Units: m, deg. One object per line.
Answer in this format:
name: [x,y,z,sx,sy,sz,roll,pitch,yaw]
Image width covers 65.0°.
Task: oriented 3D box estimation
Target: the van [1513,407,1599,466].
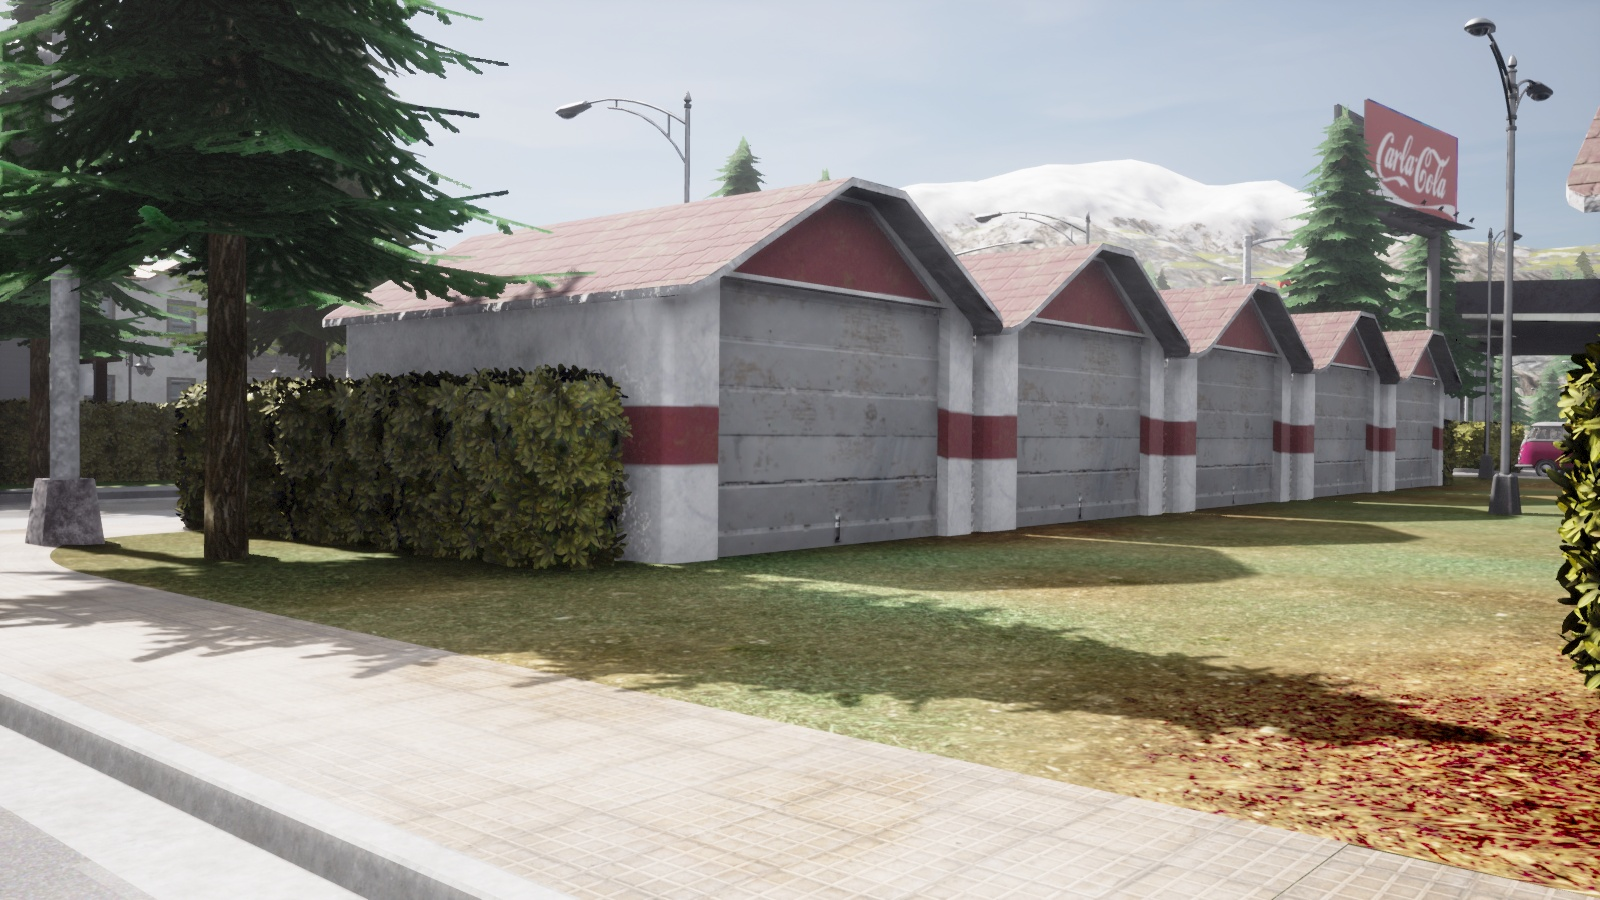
van: [27.249,-0.453,43.202,4.442,1.987,1.775,1,1,40]
